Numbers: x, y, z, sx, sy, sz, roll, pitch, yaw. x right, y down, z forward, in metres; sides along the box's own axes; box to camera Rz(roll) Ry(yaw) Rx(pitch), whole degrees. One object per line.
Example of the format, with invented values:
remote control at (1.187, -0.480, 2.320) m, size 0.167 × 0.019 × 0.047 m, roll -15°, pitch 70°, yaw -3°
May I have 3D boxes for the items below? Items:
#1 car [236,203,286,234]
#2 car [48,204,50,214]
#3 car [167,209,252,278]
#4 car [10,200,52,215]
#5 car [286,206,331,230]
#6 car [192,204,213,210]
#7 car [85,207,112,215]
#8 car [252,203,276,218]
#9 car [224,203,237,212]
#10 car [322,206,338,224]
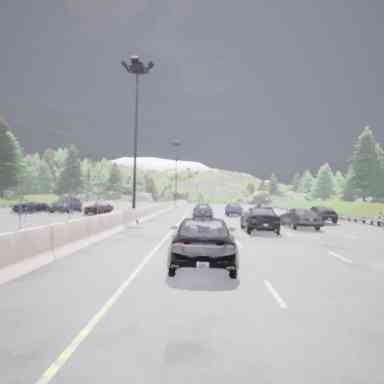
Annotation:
car at (4.181, 1.702, 20.873) m, size 1.882 × 1.535 × 5.008 m, roll 1°, pitch 0°, yaw 2°
car at (-12.990, 1.307, 34.398) m, size 2.097 × 1.767 × 4.553 m, roll 1°, pitch -1°, yaw 2°
car at (0.341, 1.529, 10.311) m, size 2.128 × 1.511 × 4.902 m, roll 1°, pitch 0°, yaw 2°
car at (-16.496, 1.525, 34.447) m, size 1.895 × 1.301 × 4.718 m, roll 1°, pitch -1°, yaw 2°
car at (7.777, 1.894, 24.000) m, size 2.033 × 1.411 × 5.357 m, roll 1°, pitch -1°, yaw 2°
car at (0.990, 1.797, 30.669) m, size 2.033 × 1.411 × 5.357 m, roll 1°, pitch -1°, yaw 2°
car at (-9.502, 1.686, 34.222) m, size 1.895 × 1.301 × 4.718 m, roll 1°, pitch -1°, yaw 2°
car at (8.243, 2.038, 38.410) m, size 1.812 × 1.442 × 4.674 m, roll 1°, pitch 0°, yaw 2°
car at (4.724, 1.969, 37.954) m, size 2.033 × 1.411 × 5.357 m, roll 1°, pitch -1°, yaw 2°
car at (11.469, 2.006, 29.939) m, size 1.837 × 1.490 × 4.892 m, roll 1°, pitch -1°, yaw 2°
